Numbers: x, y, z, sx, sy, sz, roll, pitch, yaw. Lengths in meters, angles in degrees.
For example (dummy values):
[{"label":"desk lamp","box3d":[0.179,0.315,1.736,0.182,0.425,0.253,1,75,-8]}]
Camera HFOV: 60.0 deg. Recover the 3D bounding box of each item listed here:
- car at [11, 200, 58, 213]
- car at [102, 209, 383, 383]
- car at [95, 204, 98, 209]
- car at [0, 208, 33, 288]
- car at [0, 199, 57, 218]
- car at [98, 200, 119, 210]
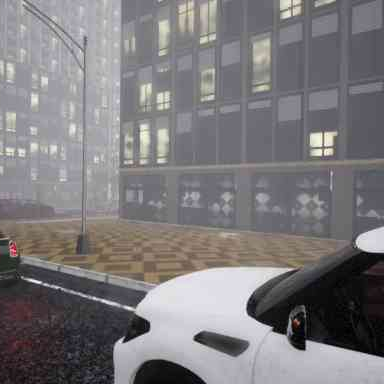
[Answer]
[{"label":"car","box3d":[-18.632,1.643,39.534,1.752,1.417,4.829,1,0,36]},{"label":"car","box3d":[1.919,1.222,2.313,5.566,2.045,2.150,0,0,36]},{"label":"car","box3d":[-10.701,1.793,45.924,2.033,1.411,5.357,1,0,36]},{"label":"car","box3d":[-6.157,1.348,8.049,4.553,1.767,2.097,0,0,35]},{"label":"car","box3d":[-15.119,1.519,30.164,2.192,1.841,5.009,1,0,36]},{"label":"car","box3d":[-8.336,1.830,39.387,1.752,1.417,4.829,1,0,36]}]
